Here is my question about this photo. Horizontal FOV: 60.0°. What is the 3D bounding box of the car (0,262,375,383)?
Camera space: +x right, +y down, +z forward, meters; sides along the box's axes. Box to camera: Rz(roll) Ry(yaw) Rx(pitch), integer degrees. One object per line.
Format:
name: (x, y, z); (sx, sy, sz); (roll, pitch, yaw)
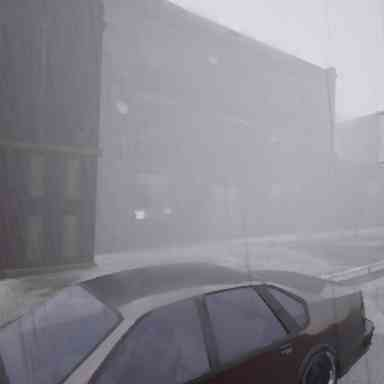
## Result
car: (-0.386, 1.500, 3.107); (5.357, 1.411, 2.033); (-2, 1, -36)
